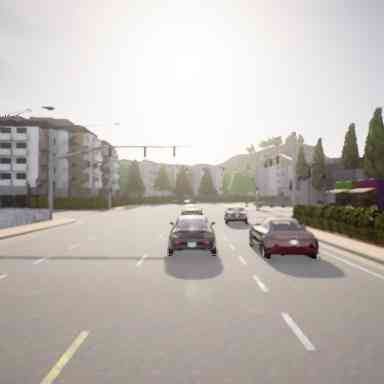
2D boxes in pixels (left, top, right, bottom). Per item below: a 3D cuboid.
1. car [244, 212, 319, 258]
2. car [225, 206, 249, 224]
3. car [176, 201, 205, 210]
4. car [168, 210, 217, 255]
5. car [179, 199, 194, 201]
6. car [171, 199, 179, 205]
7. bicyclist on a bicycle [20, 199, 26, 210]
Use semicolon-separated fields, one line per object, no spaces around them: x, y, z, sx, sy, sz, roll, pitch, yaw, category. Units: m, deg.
3.518;1.716;13.440;1.994;1.385;4.181;0;-1;0;car
3.691;1.854;27.423;2.033;1.411;5.357;0;-1;7;car
0.028;1.811;28.483;2.128;1.511;4.902;0;0;1;car
0.020;1.681;13.883;1.812;1.442;4.674;0;0;0;car
-0.670;2.450;81.748;2.033;1.411;5.357;0;-1;18;car
-3.657;2.529;83.797;1.895;1.301;4.718;0;-1;22;car
-25.138;1.852;49.408;0.582;1.620;1.656;0;0;1;bicyclist on a bicycle
